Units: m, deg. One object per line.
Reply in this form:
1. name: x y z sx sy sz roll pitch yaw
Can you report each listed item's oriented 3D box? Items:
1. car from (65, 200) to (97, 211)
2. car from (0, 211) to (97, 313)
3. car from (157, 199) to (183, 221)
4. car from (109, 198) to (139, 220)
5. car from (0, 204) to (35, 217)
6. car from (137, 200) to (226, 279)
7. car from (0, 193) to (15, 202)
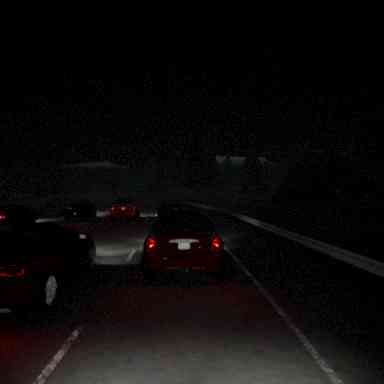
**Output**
1. car: -8.879 1.391 26.773 2.128 1.511 4.902 0 0 -7
2. car: -3.671 1.451 7.683 1.882 1.535 5.008 0 0 -2
3. car: -1.873 1.388 27.203 1.837 1.490 4.892 0 0 -7
4. car: -5.349 1.245 26.697 2.097 1.767 4.553 0 0 -7
5. car: -11.741 1.477 21.536 2.033 1.411 5.357 0 0 -6
6. car: -0.295 1.308 10.143 2.097 1.767 4.553 0 0 -3
7. car: -36.986 1.115 66.571 2.097 1.767 4.553 0 0 -21
